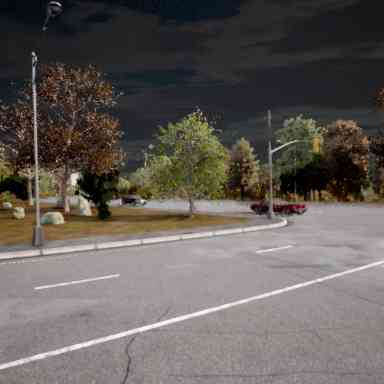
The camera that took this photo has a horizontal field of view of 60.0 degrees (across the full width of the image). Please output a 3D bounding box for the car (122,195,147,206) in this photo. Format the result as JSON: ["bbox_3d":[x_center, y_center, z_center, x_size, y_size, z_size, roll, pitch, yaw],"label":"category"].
[{"bbox_3d":[-8.224,1.168,46.982,2.128,1.511,4.902,-2,1,-39],"label":"car"}]

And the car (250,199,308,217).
[{"bbox_3d":[7.111,1.237,27.496,1.895,1.301,4.718,-2,1,-36],"label":"car"}]
